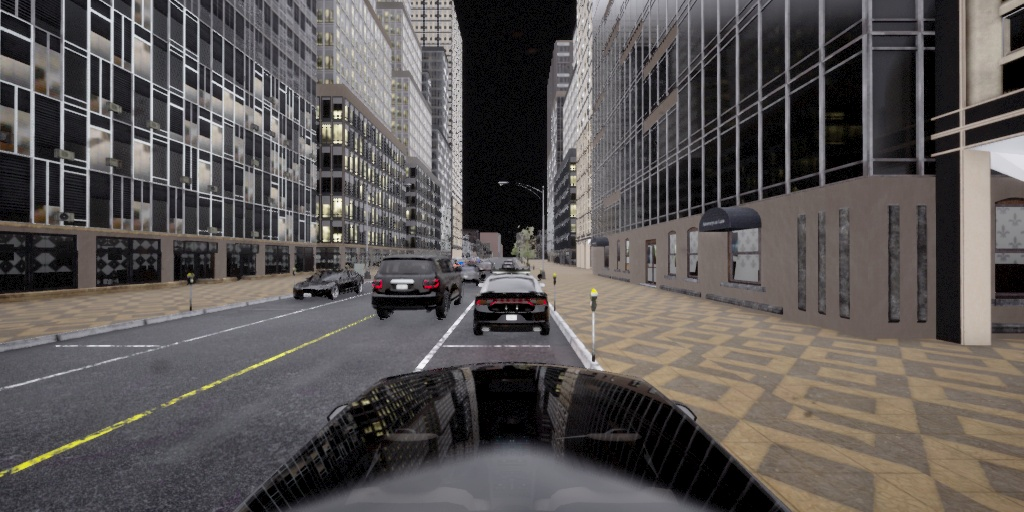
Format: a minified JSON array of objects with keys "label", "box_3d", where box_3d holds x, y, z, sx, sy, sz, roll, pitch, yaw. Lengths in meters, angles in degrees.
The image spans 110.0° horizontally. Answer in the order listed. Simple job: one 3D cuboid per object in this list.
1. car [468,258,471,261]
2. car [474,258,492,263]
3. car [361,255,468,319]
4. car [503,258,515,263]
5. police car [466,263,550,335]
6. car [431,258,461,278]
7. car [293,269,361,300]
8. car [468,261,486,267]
[{"label":"car","box_3d":[-8.836,1.300,63.188,1.802,1.307,4.207,0,0,0]},{"label":"car","box_3d":[-3.060,1.282,42.823,2.033,1.411,5.357,0,0,0]},{"label":"car","box_3d":[-3.147,0.972,12.984,2.150,2.045,5.566,0,0,0]},{"label":"car","box_3d":[-0.455,1.298,46.099,1.948,1.339,4.313,0,0,0]},{"label":"police car","box_3d":[-0.012,1.174,10.609,1.930,1.638,5.238,0,0,0]},{"label":"car","box_3d":[-6.238,1.091,34.521,2.097,1.767,4.553,0,0,0]},{"label":"car","box_3d":[-8.836,1.313,17.650,1.948,1.339,4.313,0,0,0]},{"label":"car","box_3d":[-3.068,1.309,25.602,1.994,1.385,4.181,0,0,0]}]
